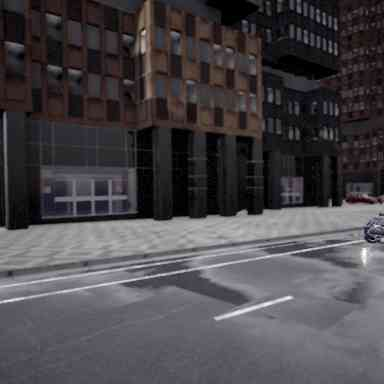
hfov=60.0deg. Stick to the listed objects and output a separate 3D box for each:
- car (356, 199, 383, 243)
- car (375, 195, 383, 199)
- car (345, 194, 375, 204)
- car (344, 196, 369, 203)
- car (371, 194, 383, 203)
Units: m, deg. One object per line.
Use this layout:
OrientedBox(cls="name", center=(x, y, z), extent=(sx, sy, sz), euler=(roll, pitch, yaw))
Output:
OrientedBox(cls="car", center=(9.434, 1.307, 14.402), extent=(4.553, 1.767, 2.097), euler=(0, 0, -35))
OrientedBox(cls="car", center=(32.343, 1.498, 53.002), extent=(1.947, 1.339, 4.313), euler=(-2, 1, -36))
OrientedBox(cls="car", center=(29.185, 1.267, 57.415), extent=(2.192, 1.841, 5.009), euler=(-2, 1, -36))
OrientedBox(cls="car", center=(32.978, 1.397, 66.783), extent=(1.802, 1.307, 4.206), euler=(-2, 1, -36))
OrientedBox(cls="car", center=(36.127, 1.236, 62.366), extent=(1.967, 1.590, 4.097), euler=(-2, 1, -36))
